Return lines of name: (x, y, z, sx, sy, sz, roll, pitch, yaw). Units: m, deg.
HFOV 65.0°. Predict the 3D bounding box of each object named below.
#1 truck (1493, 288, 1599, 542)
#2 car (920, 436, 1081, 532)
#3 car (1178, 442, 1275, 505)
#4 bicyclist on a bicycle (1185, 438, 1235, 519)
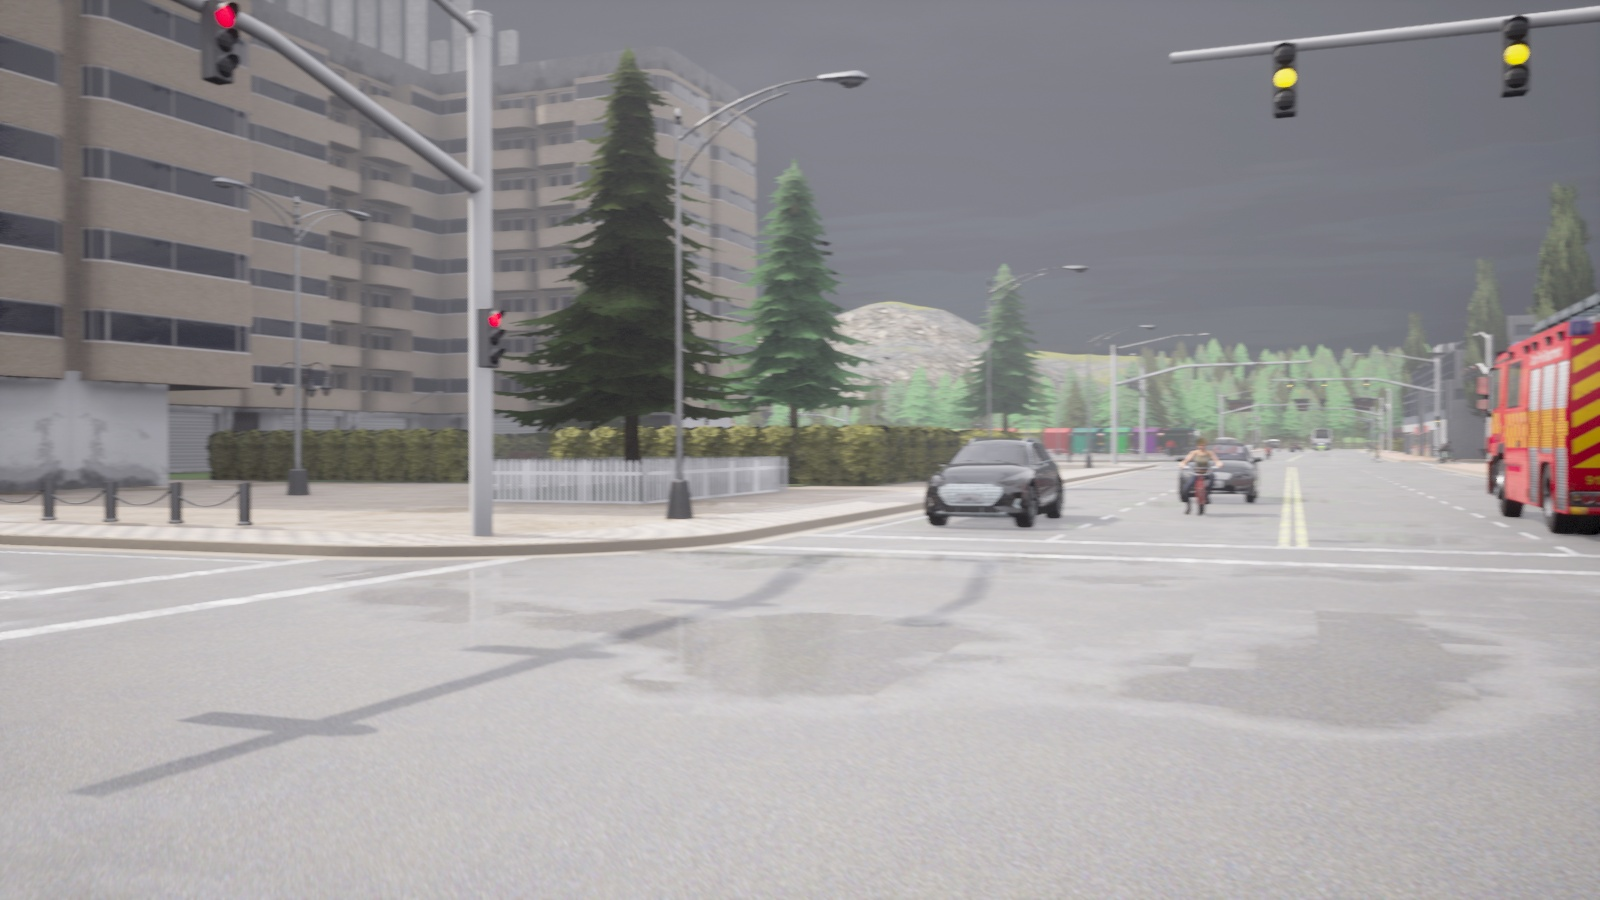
truck: (14.628, -0.541, 22.435, 2.891, 3.827, 8.468, 0, 0, 22)
car: (3.966, 0.569, 24.037, 2.033, 1.649, 4.856, 0, 0, 22)
car: (11.165, 0.544, 32.671, 2.128, 1.511, 4.902, 0, 0, 22)
bicyclist on a bicycle: (8.414, 0.559, 25.738, 0.866, 1.612, 1.509, 0, 0, 22)
